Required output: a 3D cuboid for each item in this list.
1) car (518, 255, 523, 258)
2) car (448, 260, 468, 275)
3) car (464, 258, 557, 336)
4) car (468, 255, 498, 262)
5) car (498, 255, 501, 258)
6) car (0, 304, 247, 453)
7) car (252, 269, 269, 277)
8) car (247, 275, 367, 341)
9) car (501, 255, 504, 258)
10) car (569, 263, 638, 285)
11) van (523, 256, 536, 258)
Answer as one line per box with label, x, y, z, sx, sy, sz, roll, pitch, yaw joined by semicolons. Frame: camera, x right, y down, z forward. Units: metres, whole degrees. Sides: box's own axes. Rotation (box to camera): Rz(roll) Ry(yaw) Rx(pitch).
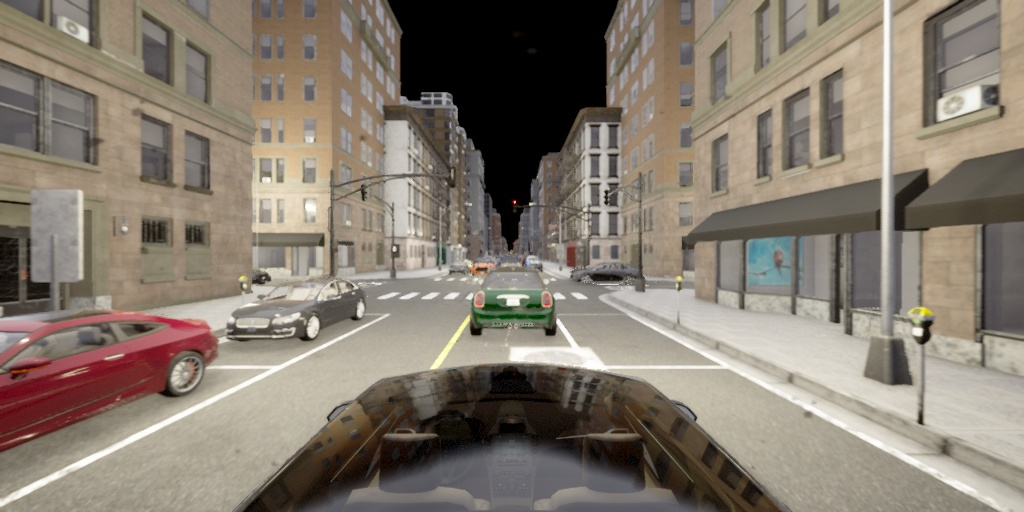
car;2.710;0.828;63.489;2.192;1.841;5.009;0;0;0
car;-5.354;1.167;36.465;2.007;1.370;4.403;0;0;0
car;0.050;1.069;10.423;2.097;1.767;4.553;0;0;1
car;-2.785;0.973;35.399;2.097;1.767;4.553;0;0;0
car;-2.794;0.930;46.314;2.097;1.767;4.553;0;0;-1
car;-5.386;1.323;3.908;1.802;1.307;4.207;0;0;0
car;-17.122;1.147;21.834;4.181;1.385;1.994;0;0;0
car;-5.380;1.270;9.590;2.007;1.370;4.403;0;0;0
car;-2.726;1.026;60.947;1.837;1.490;4.892;0;0;1
car;6.434;1.196;24.795;4.902;1.511;2.128;0;0;0
van;2.689;0.916;47.270;1.690;1.789;3.998;0;0;0
